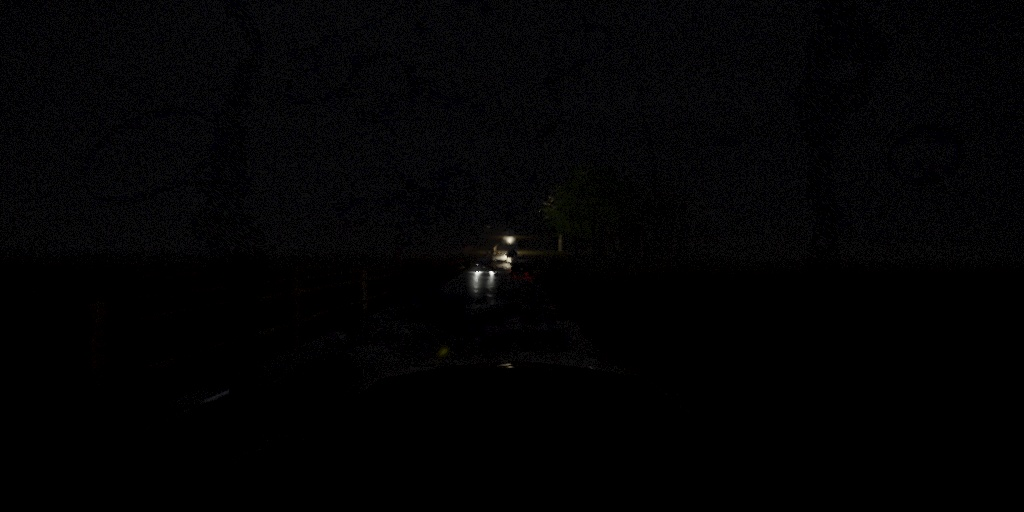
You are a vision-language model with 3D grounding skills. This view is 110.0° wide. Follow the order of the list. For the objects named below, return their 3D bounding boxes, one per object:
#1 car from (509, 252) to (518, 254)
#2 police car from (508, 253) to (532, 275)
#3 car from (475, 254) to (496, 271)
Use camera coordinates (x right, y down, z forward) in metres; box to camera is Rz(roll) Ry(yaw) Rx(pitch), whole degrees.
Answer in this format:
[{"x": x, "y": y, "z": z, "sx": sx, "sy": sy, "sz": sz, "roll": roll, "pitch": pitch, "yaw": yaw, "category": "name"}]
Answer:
[{"x": 0.826, "y": 0.664, "z": 43.001, "sx": 1.801, "sy": 1.575, "sz": 5.366, "roll": 0, "pitch": 2, "yaw": 0, "category": "car"}, {"x": 0.826, "y": 0.855, "z": 32.925, "sx": 1.930, "sy": 1.638, "sz": 5.238, "roll": 0, "pitch": 1, "yaw": 0, "category": "police car"}, {"x": -2.814, "y": 0.834, "z": 38.889, "sx": 1.812, "sy": 1.442, "sz": 4.674, "roll": 0, "pitch": 1, "yaw": 0, "category": "car"}]
